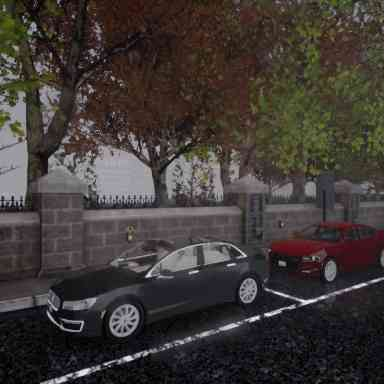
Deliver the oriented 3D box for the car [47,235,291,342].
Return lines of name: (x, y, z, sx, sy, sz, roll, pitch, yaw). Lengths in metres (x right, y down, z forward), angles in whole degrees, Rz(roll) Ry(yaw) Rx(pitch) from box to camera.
car: (-0.391, 1.551, 6.374, 4.403, 1.369, 2.008, 0, 0, -36)

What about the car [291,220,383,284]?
car: (4.089, 1.546, 9.634, 4.507, 1.381, 1.887, 0, 0, -36)
